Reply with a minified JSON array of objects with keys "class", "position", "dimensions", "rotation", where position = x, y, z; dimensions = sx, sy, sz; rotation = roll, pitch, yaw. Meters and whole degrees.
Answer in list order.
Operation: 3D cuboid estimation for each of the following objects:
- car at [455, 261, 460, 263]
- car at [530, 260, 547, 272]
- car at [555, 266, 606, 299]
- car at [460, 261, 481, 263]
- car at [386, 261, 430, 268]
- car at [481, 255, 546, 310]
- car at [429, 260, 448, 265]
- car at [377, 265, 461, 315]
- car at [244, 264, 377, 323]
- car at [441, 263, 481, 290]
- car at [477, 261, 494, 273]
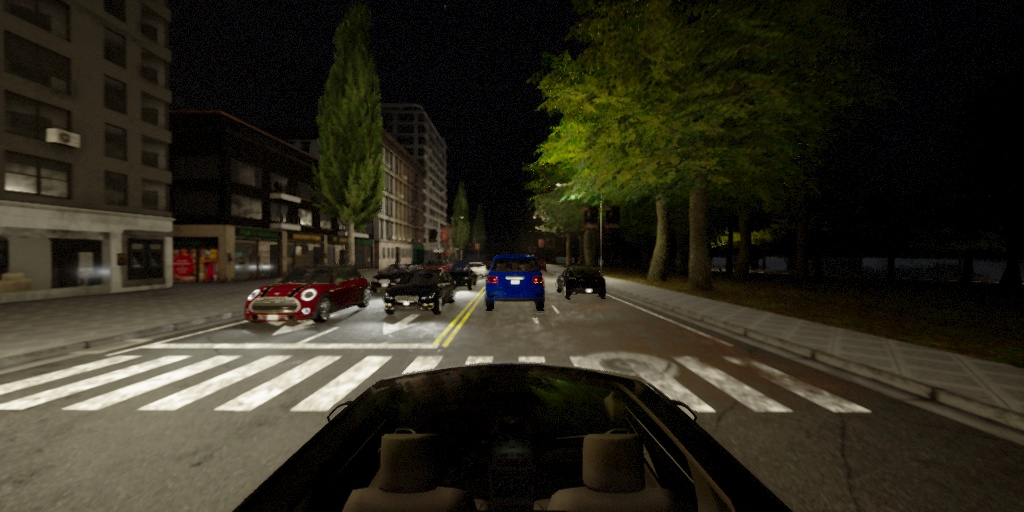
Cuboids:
[{"class":"car","position":[-6.513,1.320,46.048],"dimensions":[1.812,1.442,4.674],"rotation":[0,0,1]},{"class":"car","position":[3.362,1.273,46.763],"dimensions":[1.882,1.535,5.008],"rotation":[0,0,0]},{"class":"car","position":[3.356,1.255,18.024],"dimensions":[1.837,1.490,4.892],"rotation":[0,0,0]},{"class":"car","position":[-3.302,1.291,32.550],"dimensions":[1.812,1.442,4.674],"rotation":[0,0,1]},{"class":"car","position":[-6.580,1.245,21.050],"dimensions":[2.128,1.511,4.902],"rotation":[0,0,0]},{"class":"car","position":[0.095,0.971,14.796],"dimensions":[2.150,2.045,5.566],"rotation":[0,0,0]},{"class":"car","position":[-6.568,1.116,31.070],"dimensions":[2.097,1.767,4.553],"rotation":[0,0,0]},{"class":"car","position":[-3.328,1.255,13.752],"dimensions":[1.837,1.490,4.892],"rotation":[0,0,0]},{"class":"car","position":[-6.583,1.102,12.116],"dimensions":[2.097,1.767,4.553],"rotation":[0,0,0]},{"class":"car","position":[-3.315,1.318,22.653],"dimensions":[1.994,1.385,4.181],"rotation":[0,0,1]},{"class":"car","position":[-3.270,1.318,45.531],"dimensions":[1.812,1.442,4.674],"rotation":[0,0,1]}]
